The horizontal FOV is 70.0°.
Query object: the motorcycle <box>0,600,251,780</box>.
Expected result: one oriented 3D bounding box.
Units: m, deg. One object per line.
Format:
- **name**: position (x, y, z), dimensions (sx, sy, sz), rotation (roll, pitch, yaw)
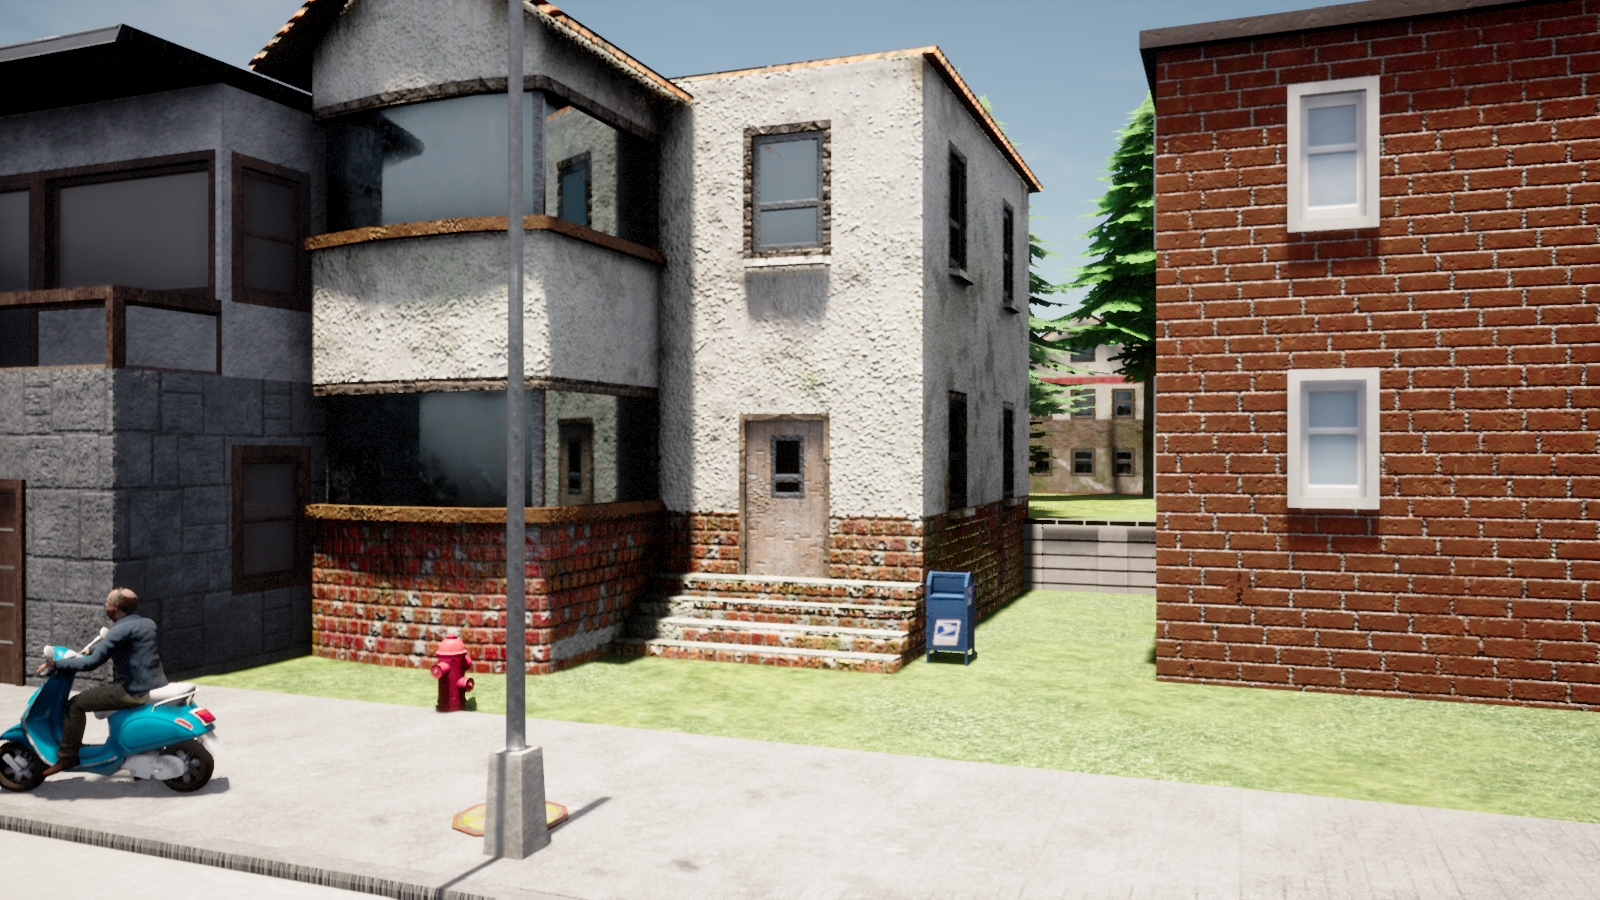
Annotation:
- **motorcycle**: position (-5.442, 1.860, 9.019), dimensions (1.805, 1.236, 0.856), rotation (0, 0, 1)
